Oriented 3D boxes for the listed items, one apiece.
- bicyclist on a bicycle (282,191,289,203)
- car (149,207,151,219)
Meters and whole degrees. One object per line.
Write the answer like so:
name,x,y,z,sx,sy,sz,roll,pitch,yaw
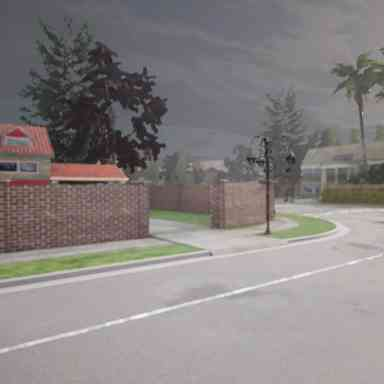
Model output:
bicyclist on a bicycle,13.061,0.664,46.468,1.656,1.620,0.582,-1,1,-35
car,-4.738,1.026,22.341,2.152,1.636,5.027,-1,0,-35
